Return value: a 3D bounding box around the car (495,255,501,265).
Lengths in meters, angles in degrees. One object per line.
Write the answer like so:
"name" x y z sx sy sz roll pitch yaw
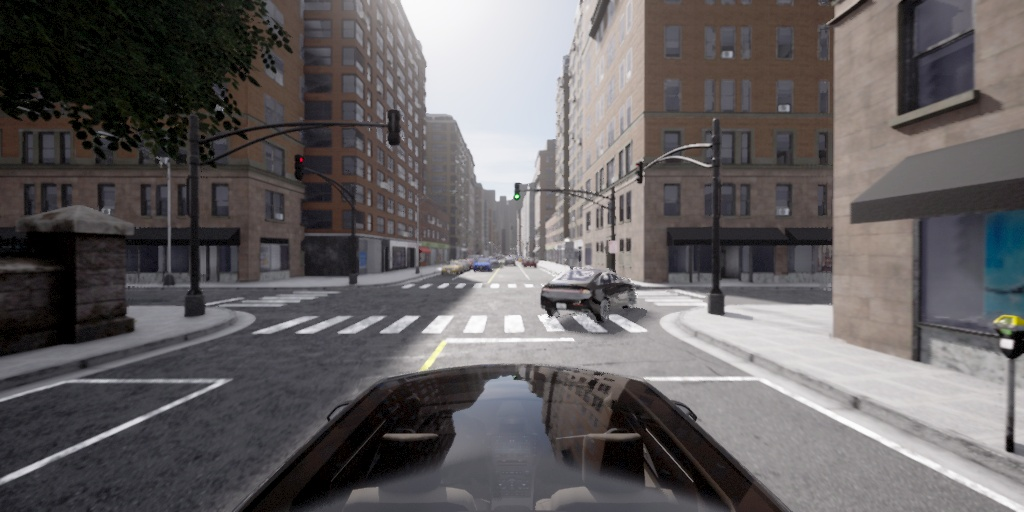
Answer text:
"car" -3.366 0.951 64.290 2.033 1.411 5.357 0 0 0

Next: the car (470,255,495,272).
"car" -3.317 1.001 40.921 1.882 1.535 5.008 0 0 0

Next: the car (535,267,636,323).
"car" 2.728 1.182 12.133 2.128 1.511 4.902 0 0 33

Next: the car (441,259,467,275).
"car" -5.862 1.078 35.451 1.751 1.417 4.829 0 0 0

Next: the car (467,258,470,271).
"car" -5.894 1.073 41.071 2.007 1.370 4.403 0 0 0

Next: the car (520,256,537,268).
"car" 2.567 0.903 52.058 1.967 1.591 4.097 0 0 0

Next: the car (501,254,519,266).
"car" -0.288 0.916 59.783 2.128 1.511 4.902 0 0 0
